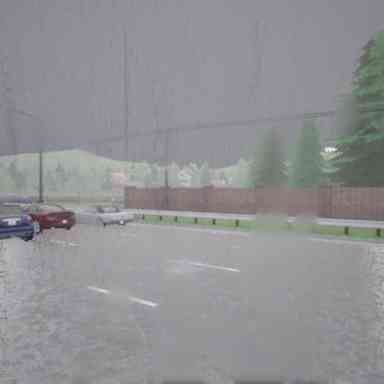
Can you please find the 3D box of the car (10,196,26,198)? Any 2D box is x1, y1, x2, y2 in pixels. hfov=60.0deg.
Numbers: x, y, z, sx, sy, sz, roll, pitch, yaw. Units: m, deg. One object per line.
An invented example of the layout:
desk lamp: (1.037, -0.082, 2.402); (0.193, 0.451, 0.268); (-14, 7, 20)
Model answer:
car: (-25.616, 1.265, 47.610); (4.674, 1.442, 1.812); (0, 0, -13)

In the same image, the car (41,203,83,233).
car: (-8.659, 1.381, 18.773); (5.008, 1.535, 1.882); (0, 0, 36)

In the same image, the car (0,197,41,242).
car: (-9.029, 1.267, 14.736); (4.553, 1.767, 2.097); (0, 0, 36)

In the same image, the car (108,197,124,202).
car: (-11.012, 1.384, 53.702); (4.718, 1.301, 1.895); (0, 0, -29)

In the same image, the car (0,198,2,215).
car: (-20.107, 1.306, 31.244); (4.902, 1.511, 2.128); (0, 0, 36)

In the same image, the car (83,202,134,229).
car: (-5.995, 1.509, 21.172); (4.718, 1.301, 1.895); (0, 0, 36)
